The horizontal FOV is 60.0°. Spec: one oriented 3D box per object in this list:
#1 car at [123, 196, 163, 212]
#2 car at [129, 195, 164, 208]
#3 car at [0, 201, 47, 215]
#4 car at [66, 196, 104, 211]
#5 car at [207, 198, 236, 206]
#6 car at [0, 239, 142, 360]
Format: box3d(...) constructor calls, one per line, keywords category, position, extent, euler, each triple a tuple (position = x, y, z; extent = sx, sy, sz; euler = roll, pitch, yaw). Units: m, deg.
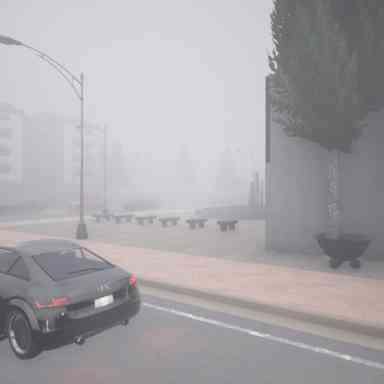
box3d(category="car", position=(-5.892, 1.525, 38.616), extent=(1.812, 1.442, 4.674), euler=(0, 0, 39))
box3d(category="car", position=(-6.534, 1.352, 48.045), extent=(4.553, 1.767, 2.097), euler=(0, 0, -40))
box3d(category="car", position=(-17.667, 1.601, 34.319), extent=(1.895, 1.301, 4.718), euler=(0, 0, 33))
box3d(category="car", position=(-13.113, 1.352, 40.827), extent=(2.097, 1.767, 4.553), euler=(0, 0, 38))
box3d(category="car", position=(4.938, 1.601, 55.620), extent=(4.718, 1.301, 1.895), euler=(0, 0, -24))
box3d(category="car", position=(-2.915, 1.564, 6.029), extent=(4.181, 1.385, 1.994), euler=(0, 0, 36))
